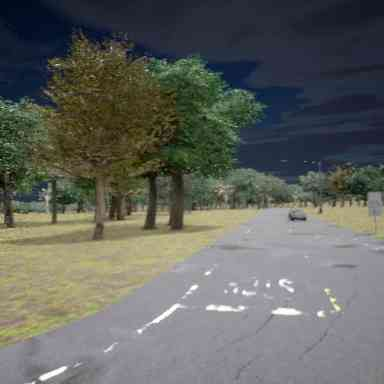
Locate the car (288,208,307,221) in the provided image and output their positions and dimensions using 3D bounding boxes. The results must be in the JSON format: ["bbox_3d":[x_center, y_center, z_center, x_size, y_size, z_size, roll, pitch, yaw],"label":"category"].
[{"bbox_3d":[14.435,3.182,45.104,1.994,1.385,4.181,-1,-2,15],"label":"car"}]

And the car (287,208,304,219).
[{"bbox_3d":[16.147,3.327,52.118,2.128,1.511,4.902,-1,-2,14],"label":"car"}]
